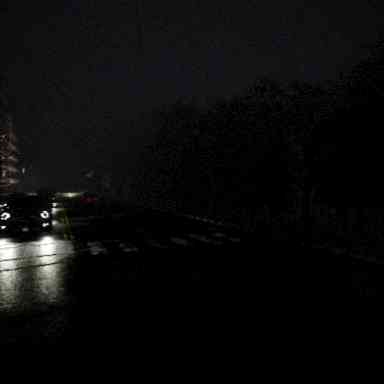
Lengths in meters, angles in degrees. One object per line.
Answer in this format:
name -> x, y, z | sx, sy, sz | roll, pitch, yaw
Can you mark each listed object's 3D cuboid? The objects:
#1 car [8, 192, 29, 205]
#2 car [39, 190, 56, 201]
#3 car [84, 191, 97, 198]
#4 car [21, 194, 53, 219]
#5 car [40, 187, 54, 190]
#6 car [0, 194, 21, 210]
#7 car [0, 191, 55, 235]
car -> -22.166, 0.756, 42.594 | 1.812, 1.442, 4.674 | -1, 2, -21
car -> -15.453, 0.833, 34.609 | 1.837, 1.490, 4.892 | -1, 2, -22
car -> -17.663, 0.401, 57.495 | 1.895, 1.301, 4.718 | -1, 2, -22
car -> -11.594, 0.983, 25.115 | 1.882, 1.535, 5.008 | -1, 2, -22
car -> -19.696, 0.350, 45.169 | 2.150, 2.045, 5.566 | -1, 2, -21
car -> -18.348, 0.971, 33.112 | 1.994, 1.385, 4.181 | -1, 2, -22
car -> -8.116, 1.018, 16.569 | 2.097, 1.767, 4.553 | -1, 2, -22
